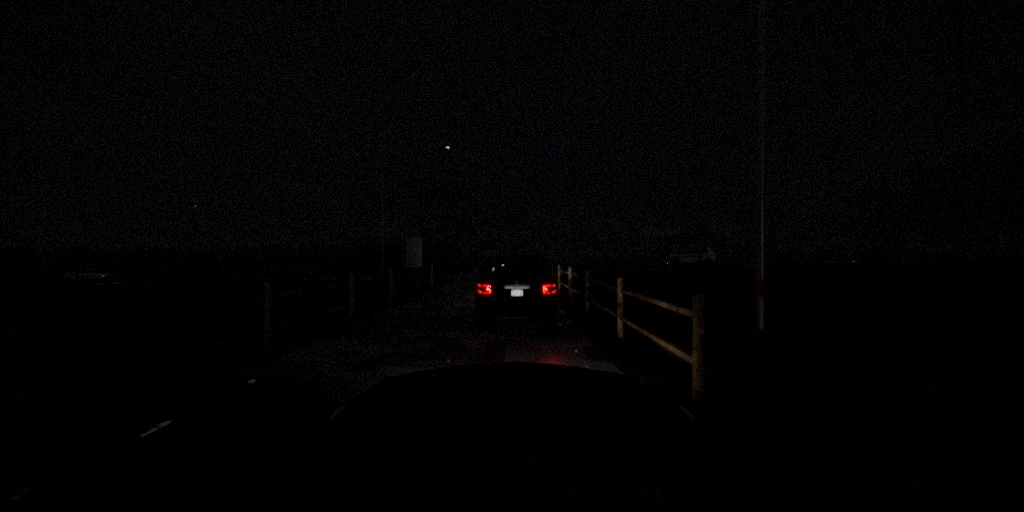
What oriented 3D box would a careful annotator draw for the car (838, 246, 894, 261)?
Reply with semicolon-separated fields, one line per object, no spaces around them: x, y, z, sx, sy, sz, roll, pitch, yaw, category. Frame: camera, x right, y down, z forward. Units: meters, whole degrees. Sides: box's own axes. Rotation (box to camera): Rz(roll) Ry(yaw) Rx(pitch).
38.198;-0.263;38.785;5.008;1.535;1.882;-2;-2;0;car

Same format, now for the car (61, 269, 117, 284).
-42.138;2.032;35.879;4.674;1.442;1.812;-1;-2;0;car

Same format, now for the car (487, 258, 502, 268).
-2.799;1.064;57.923;2.128;1.511;4.902;0;0;0;car

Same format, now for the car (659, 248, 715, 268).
18.923;0.231;38.810;5.566;2.045;2.150;-2;-2;0;car

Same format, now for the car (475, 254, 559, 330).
0.106;0.955;11.132;2.150;2.045;5.566;0;0;0;car

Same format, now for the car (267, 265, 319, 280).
-21.826;1.644;35.844;4.674;1.442;1.812;-1;-2;0;car
